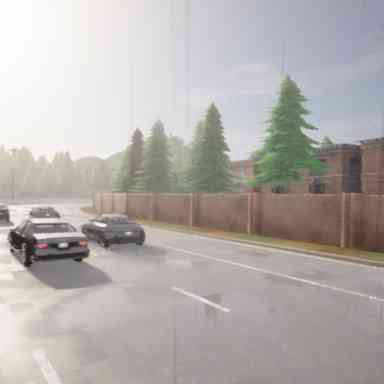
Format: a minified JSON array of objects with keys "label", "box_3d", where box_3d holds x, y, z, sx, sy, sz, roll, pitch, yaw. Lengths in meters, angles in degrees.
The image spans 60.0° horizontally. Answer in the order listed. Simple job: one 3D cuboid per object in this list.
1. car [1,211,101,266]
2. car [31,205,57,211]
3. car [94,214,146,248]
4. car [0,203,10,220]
[{"label":"car","box_3d":[-5.340,1.650,12.045,2.033,1.411,5.357,2,-1,-36]},{"label":"car","box_3d":[-12.556,1.790,28.175,1.994,1.385,4.181,2,-1,-33]},{"label":"car","box_3d":[-3.925,1.766,16.063,1.994,1.385,4.181,2,-1,-36]},{"label":"car","box_3d":[-15.967,1.610,27.019,1.882,1.535,5.008,2,-1,-33]}]
